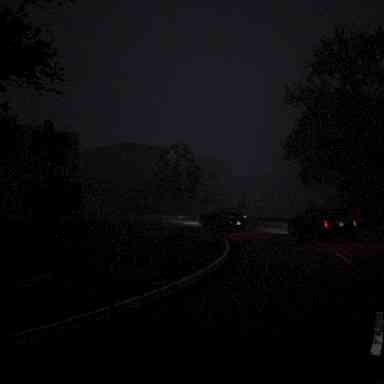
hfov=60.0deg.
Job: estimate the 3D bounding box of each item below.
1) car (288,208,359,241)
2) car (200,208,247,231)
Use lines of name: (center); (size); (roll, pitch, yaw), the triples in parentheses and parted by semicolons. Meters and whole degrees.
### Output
car: (7.150, 1.661, 18.630); (2.097, 1.767, 4.553); (0, -1, -8)
car: (2.175, 1.877, 24.091); (2.128, 1.511, 4.902); (1, -1, -21)
